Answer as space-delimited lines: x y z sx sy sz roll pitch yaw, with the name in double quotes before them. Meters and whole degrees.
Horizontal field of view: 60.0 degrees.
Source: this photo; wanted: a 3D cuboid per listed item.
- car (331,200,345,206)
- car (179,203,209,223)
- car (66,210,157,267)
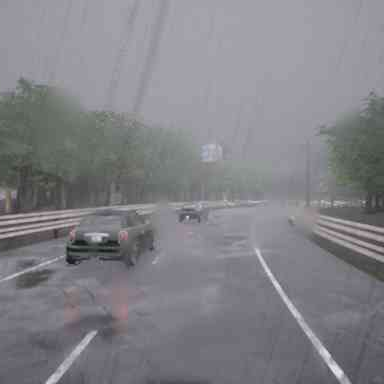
"car" 37.109 2.879 84.523 5.008 1.535 1.882 2 -2 -44
"car" 0.234 1.752 28.392 1.837 1.490 4.892 0 -1 14
"car" -2.615 1.424 11.901 2.097 1.767 4.553 0 -1 5
